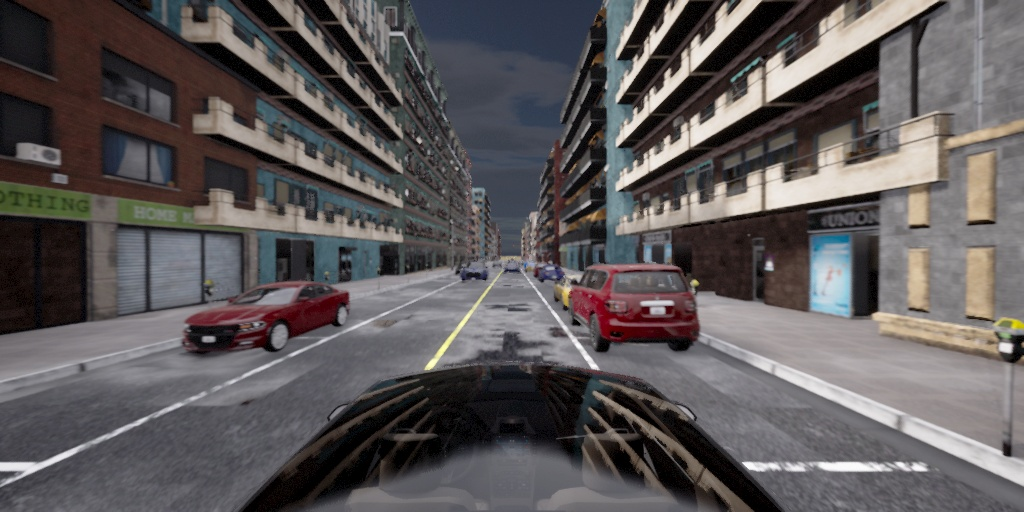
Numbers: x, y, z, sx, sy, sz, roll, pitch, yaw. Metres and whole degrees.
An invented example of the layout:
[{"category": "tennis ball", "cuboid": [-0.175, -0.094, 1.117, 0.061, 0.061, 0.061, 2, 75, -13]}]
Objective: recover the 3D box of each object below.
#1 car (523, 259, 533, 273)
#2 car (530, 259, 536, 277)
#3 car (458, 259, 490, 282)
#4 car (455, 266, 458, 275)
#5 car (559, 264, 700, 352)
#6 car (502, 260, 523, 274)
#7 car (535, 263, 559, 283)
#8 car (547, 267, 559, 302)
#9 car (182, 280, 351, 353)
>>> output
[{"category": "car", "cuboid": [2.706, 1.509, 48.932, 1.751, 1.417, 4.829, 0, 0, 0]}, {"category": "car", "cuboid": [3.152, 1.395, 36.095, 1.882, 1.535, 5.008, 0, 0, 0]}, {"category": "car", "cuboid": [-3.087, 1.243, 30.865, 2.097, 1.767, 4.553, 0, 0, 0]}, {"category": "car", "cuboid": [-5.676, 1.519, 43.085, 1.948, 1.339, 4.313, 0, 0, 0]}, {"category": "car", "cuboid": [2.692, 1.099, 8.971, 2.192, 1.841, 5.009, 0, 0, 0]}, {"category": "car", "cuboid": [0.019, 1.511, 46.623, 1.994, 1.385, 4.181, 0, 0, 0]}, {"category": "car", "cuboid": [3.159, 1.408, 29.094, 1.812, 1.442, 4.674, 0, 0, 0]}, {"category": "car", "cuboid": [2.694, 1.337, 14.825, 1.751, 1.417, 4.829, 0, 0, 0]}, {"category": "car", "cuboid": [-5.689, 1.329, 8.977, 1.888, 1.381, 4.507, 0, 0, 0]}]
